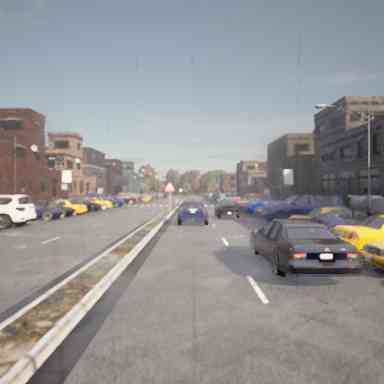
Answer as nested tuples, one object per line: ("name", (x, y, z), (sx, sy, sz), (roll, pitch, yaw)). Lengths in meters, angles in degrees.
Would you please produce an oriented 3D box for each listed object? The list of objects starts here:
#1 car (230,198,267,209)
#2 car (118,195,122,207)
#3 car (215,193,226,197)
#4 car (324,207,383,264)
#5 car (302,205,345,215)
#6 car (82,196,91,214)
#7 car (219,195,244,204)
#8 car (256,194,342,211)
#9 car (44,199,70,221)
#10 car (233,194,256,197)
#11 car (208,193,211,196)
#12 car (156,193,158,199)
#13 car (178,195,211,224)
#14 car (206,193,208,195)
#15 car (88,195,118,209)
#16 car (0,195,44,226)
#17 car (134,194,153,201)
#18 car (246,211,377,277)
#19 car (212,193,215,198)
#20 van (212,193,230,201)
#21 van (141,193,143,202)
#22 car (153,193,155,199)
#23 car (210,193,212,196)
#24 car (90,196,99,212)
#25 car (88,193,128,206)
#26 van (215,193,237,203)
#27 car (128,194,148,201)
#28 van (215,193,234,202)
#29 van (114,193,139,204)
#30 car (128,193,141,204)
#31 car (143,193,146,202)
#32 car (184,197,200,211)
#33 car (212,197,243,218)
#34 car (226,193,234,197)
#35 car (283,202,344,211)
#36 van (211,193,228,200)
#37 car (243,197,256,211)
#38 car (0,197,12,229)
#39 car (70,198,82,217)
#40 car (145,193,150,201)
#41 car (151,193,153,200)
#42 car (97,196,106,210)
("car", (7.554, 1.539, 44.826), (4.674, 1.452, 2.002), (0, 0, 0))
("car", (-12.688, 1.471, 45.826), (4.892, 1.521, 2.231), (0, 0, 0))
("car", (7.540, 1.262, 61.372), (5.566, 2.045, 2.435), (0, 0, 0))
("car", (7.819, 1.453, 11.739), (5.366, 1.575, 1.946), (0, 0, 0))
("car", (7.656, 1.484, 14.495), (4.792, 1.488, 2.163), (0, 0, 0))
("car", (-12.880, 1.454, 31.938), (5.366, 1.575, 1.946), (0, 0, 0))
("car", (7.536, 1.386, 64.007), (4.553, 1.767, 2.185), (0, 0, 0))
("car", (7.578, 1.204, 22.765), (5.566, 2.045, 2.435), (0, 0, 0))
("car", (-12.674, 1.483, 26.380), (4.792, 1.488, 2.163), (0, 0, 0))
("car", (7.534, 1.362, 39.310), (4.553, 1.767, 2.185), (0, 0, 0))
("car", (7.272, 1.495, 83.434), (5.366, 1.575, 1.946), (0, 0, 0))
("car", (-12.770, 1.516, 93.076), (4.674, 1.452, 2.002), (0, 0, 0))
("car", (0.062, 1.330, 24.368), (2.097, 1.767, 4.553), (0, 0, 0))
("car", (7.458, 1.251, 94.464), (5.566, 2.045, 2.435), (0, 0, 0))
("car", (-12.695, 1.467, 43.047), (5.008, 1.535, 2.097), (0, 0, 0))
("car", (-12.739, 1.202, 20.820), (5.566, 2.045, 2.435), (0, 0, 0))
("car", (-12.732, 1.345, 87.516), (4.553, 1.767, 2.185), (0, 0, 0))
("car", (3.092, 1.526, 10.164), (2.033, 1.411, 5.357), (0, 0, 0))
("car", (7.520, 1.258, 69.647), (5.566, 2.045, 2.435), (0, 0, 0))
("van", (7.567, 1.271, 86.193), (4.442, 1.987, 1.878), (0, 0, 0))
("van", (-12.848, 1.249, 68.062), (4.442, 1.987, 1.878), (0, 0, 0))
("car", (-12.765, 1.471, 84.738), (4.892, 1.521, 2.231), (0, 0, 0))
("car", (7.461, 1.539, 80.677), (4.674, 1.452, 2.002), (0, 0, 0))
("car", (-12.719, 1.489, 34.716), (4.792, 1.488, 2.163), (0, 0, 0))
("car", (-12.670, 1.220, 48.606), (5.566, 2.045, 2.435), (0, 0, 0))
("van", (7.368, 1.280, 72.404), (4.442, 1.987, 1.878), (0, 0, 0))
("car", (-12.781, 1.345, 79.180), (4.553, 1.767, 2.185), (0, 0, 0))
("van", (7.588, 1.275, 77.920), (4.442, 1.987, 1.878), (0, 0, 0))
("van", (-12.843, 1.249, 65.283), (4.442, 1.987, 1.878), (0, 0, 0))
("car", (-12.716, 1.476, 62.504), (4.892, 1.521, 2.231), (0, 0, 0))
("car", (-12.738, 1.514, 70.842), (4.674, 1.452, 2.002), (0, 0, 0))
("car", (0.016, 1.489, 41.689), (1.882, 1.535, 5.008), (0, 0, 0))
("car", (3.050, 1.489, 29.621), (1.837, 1.490, 4.892), (0, 0, 0))
("car", (7.531, 1.242, 42.068), (5.566, 2.045, 2.435), (0, 0, 0))
("car", (7.805, 1.450, 17.253), (5.366, 1.575, 1.946), (0, 0, 0))
("van", (7.553, 1.274, 91.706), (4.442, 1.987, 1.878), (0, 0, 0))
("car", (7.580, 1.468, 31.037), (5.008, 1.535, 2.097), (0, 0, 0))
("car", (-12.747, 1.329, 18.007), (4.553, 1.767, 2.185), (0, 0, 0))
("car", (-12.669, 1.485, 29.158), (4.792, 1.488, 2.163), (0, 0, 0))
("car", (-12.555, 1.470, 73.622), (5.366, 1.575, 1.946), (0, 0, 0))
("car", (-12.750, 1.470, 81.961), (5.008, 1.535, 2.097), (0, 0, 0))
("car", (-12.692, 1.463, 37.371), (5.008, 1.535, 2.097), (0, 0, 0))
